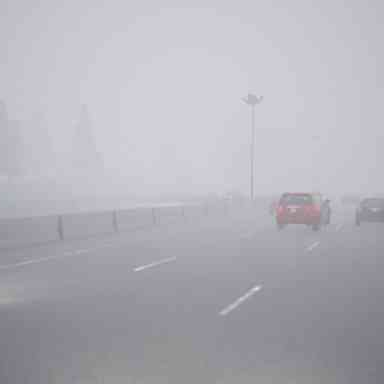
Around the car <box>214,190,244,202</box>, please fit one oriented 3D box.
[{"bbox_3d":[5.280,0.676,44.750,2.097,1.767,4.553,0,2,31],"label":"car"}]

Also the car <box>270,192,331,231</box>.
[{"bbox_3d":[6.569,1.008,19.310,2.150,2.045,5.566,0,1,31],"label":"car"}]

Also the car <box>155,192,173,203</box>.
[{"bbox_3d":[-3.660,0.773,50.255,2.128,1.511,4.902,0,1,31],"label":"car"}]

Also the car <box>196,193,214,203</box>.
[{"bbox_3d":[2.809,0.851,47.419,1.994,1.385,4.181,0,2,31],"label":"car"}]

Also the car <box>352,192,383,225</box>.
[{"bbox_3d":[11.704,1.088,21.087,2.097,1.767,4.553,0,1,31],"label":"car"}]

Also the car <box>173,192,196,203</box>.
[{"bbox_3d":[-0.375,0.882,48.918,1.895,1.301,4.718,0,2,31],"label":"car"}]

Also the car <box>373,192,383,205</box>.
[{"bbox_3d":[23.063,0.741,40.117,1.882,1.535,5.008,0,1,31],"label":"car"}]

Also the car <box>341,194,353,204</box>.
[{"bbox_3d":[20.258,0.841,42.249,1.895,1.301,4.718,0,2,31],"label":"car"}]
